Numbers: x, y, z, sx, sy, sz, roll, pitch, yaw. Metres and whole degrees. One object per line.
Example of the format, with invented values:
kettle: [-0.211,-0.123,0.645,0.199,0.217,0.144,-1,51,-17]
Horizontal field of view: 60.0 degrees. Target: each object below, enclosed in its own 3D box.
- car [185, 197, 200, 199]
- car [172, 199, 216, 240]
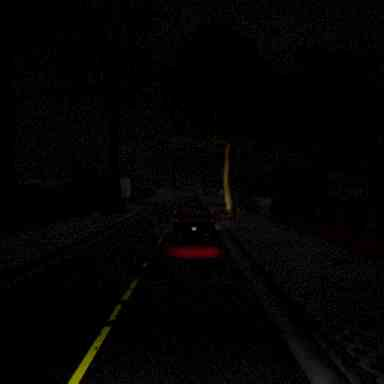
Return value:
car: [0.077,1.177,30.311,1.882,1.535,5.008,0,1,0]
car: [0.087,1.337,16.160,1.882,1.535,5.008,0,0,0]
